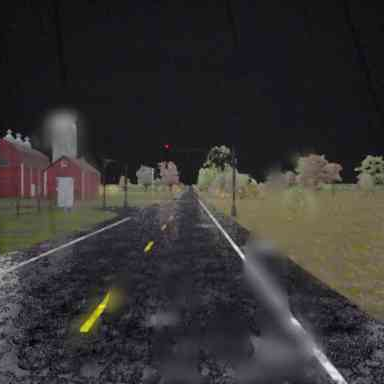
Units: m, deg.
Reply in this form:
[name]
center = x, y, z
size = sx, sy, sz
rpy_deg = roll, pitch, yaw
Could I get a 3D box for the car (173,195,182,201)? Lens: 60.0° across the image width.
[car]
center = -3.486, 1.313, 79.148
size = 1.994, 1.385, 4.181
rpy_deg = 0, 0, 0
